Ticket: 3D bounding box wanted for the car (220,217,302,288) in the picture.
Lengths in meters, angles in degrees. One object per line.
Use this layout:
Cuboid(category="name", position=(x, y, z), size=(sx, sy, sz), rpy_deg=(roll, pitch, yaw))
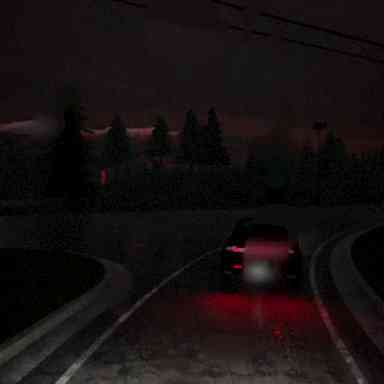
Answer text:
Cuboid(category="car", position=(1.996, 1.454, 9.280), size=(2.128, 1.511, 4.902), rpy_deg=(0, 0, 15))
